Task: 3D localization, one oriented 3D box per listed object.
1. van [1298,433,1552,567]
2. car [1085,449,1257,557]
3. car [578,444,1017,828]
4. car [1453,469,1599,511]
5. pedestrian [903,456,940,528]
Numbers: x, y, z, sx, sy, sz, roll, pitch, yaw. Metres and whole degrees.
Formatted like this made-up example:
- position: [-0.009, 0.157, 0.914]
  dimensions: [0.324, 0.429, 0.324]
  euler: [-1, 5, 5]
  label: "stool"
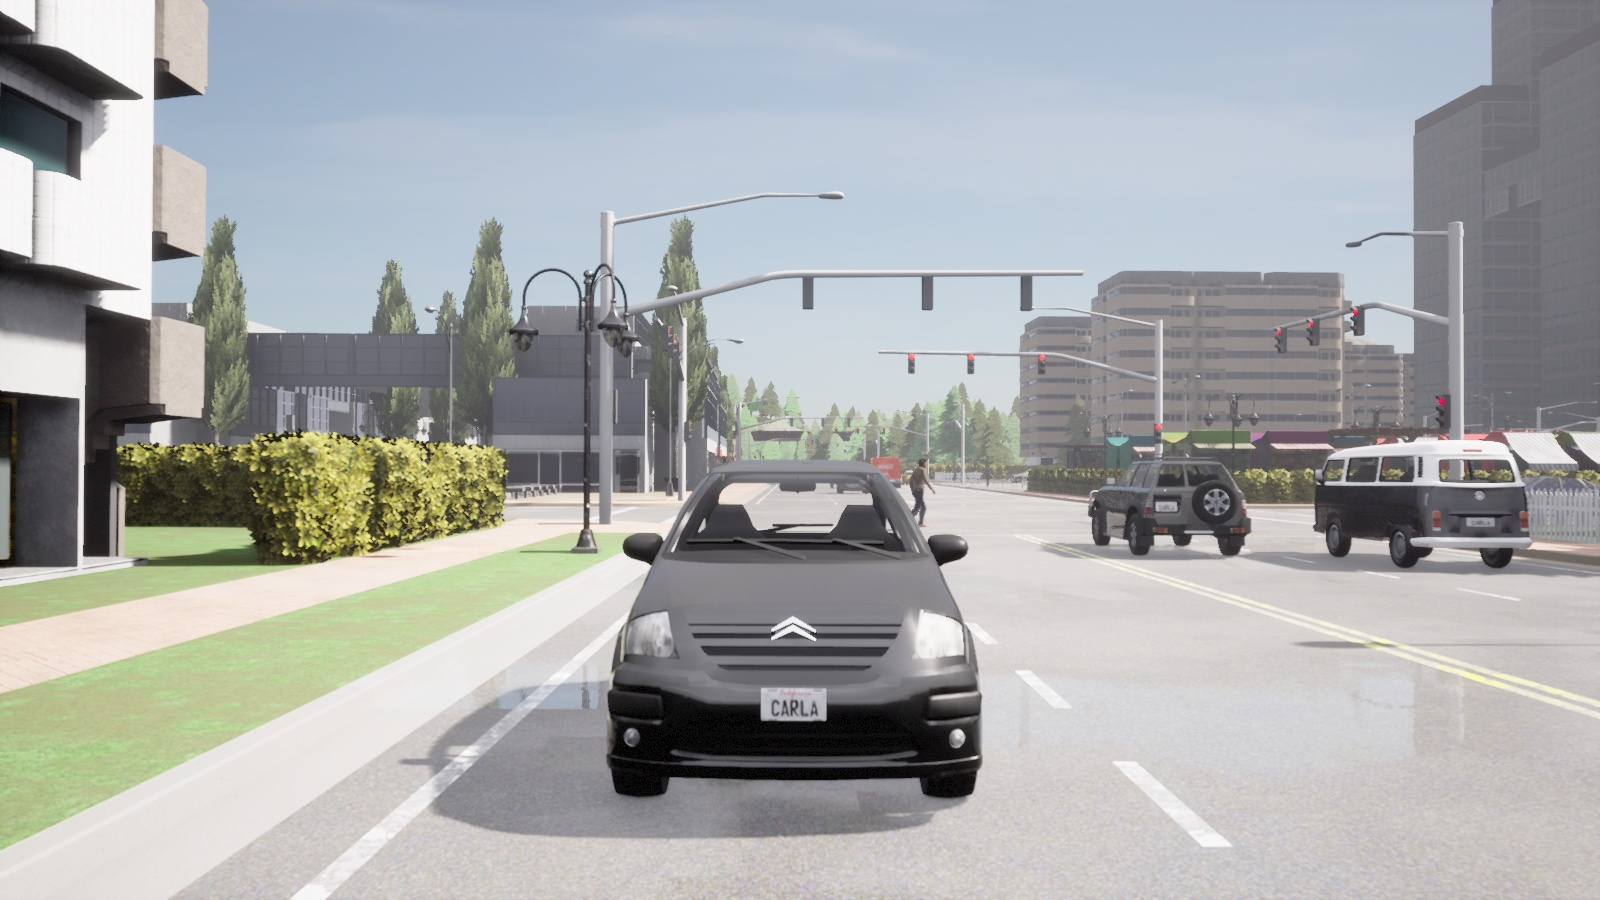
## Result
- position: [10.449, 0.803, 21.448]
  dimensions: [2.069, 2.038, 4.480]
  euler: [0, -1, 0]
  label: "van"
- position: [6.942, 0.949, 24.036]
  dimensions: [1.932, 1.855, 4.605]
  euler: [0, -1, 0]
  label: "car"
- position: [-0.018, 0.815, 7.311]
  dimensions: [1.851, 1.617, 3.988]
  euler: [0, -1, 0]
  label: "car"
- position: [26.293, 1.397, 44.385]
  dimensions: [5.357, 1.411, 2.033]
  euler: [0, -1, -1]
  label: "car"
- position: [3.044, 1.046, 31.590]
  dimensions: [0.869, 1.805, 0.328]
  euler: [0, -1, -24]
  label: "pedestrian"
